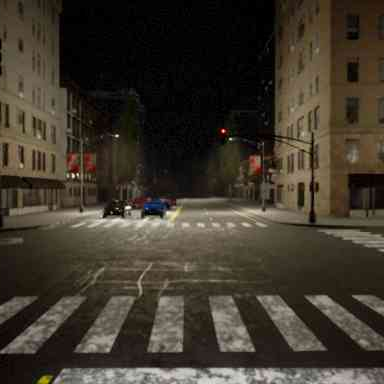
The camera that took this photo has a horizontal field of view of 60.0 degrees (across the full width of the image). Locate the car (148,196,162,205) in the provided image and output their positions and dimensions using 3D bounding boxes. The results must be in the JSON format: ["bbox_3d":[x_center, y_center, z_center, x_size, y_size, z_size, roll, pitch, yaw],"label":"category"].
[{"bbox_3d":[-6.608,1.501,59.986,1.994,1.385,4.181,0,0,0],"label":"car"}]

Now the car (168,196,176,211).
[{"bbox_3d":[-3.385,1.560,40.714,1.895,1.301,4.718,0,0,0],"label":"car"}]

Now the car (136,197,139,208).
[{"bbox_3d":[-6.633,1.435,42.628,1.882,1.535,5.008,0,0,0],"label":"car"}]

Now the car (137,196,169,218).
[{"bbox_3d":[-3.377,1.449,29.837,1.882,1.535,5.008,0,0,0],"label":"car"}]

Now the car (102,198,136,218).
[{"bbox_3d":[-6.627,1.476,29.841,1.837,1.490,4.892,0,0,0],"label":"car"}]
